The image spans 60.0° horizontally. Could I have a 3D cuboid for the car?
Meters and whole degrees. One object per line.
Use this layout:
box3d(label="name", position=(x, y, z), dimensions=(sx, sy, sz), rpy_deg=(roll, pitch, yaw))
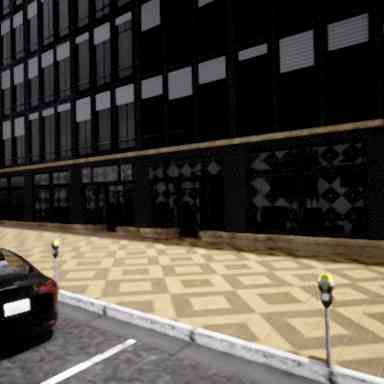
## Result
box3d(label="car", position=(-4.066, 1.628, 5.743), dimensions=(4.313, 1.339, 1.947), rpy_deg=(-1, -1, 35))
